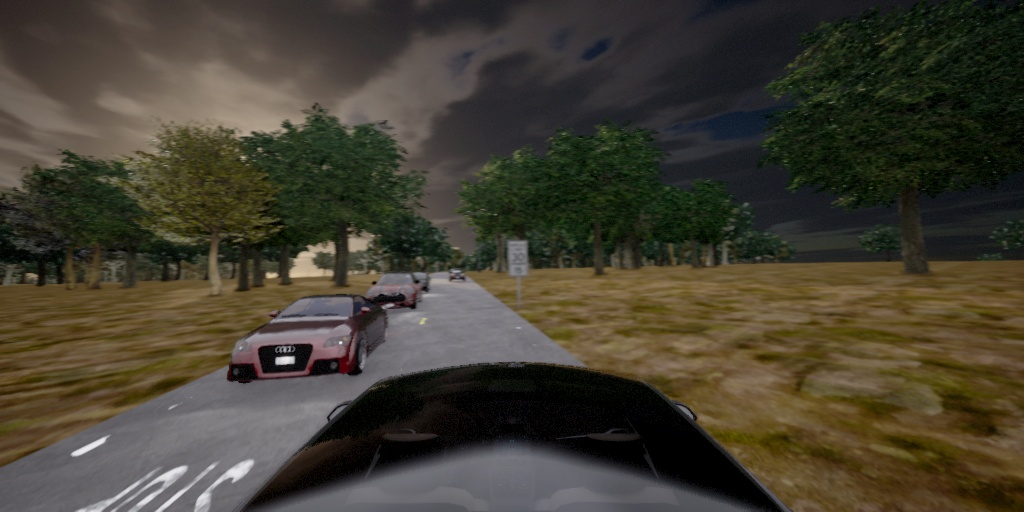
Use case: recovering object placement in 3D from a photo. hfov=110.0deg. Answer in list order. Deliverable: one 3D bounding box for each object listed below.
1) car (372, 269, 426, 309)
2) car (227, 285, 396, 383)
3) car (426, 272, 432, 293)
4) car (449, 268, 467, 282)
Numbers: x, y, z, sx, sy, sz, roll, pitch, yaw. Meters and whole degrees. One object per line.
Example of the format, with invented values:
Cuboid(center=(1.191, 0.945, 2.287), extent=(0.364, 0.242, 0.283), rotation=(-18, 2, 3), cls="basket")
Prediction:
Cuboid(center=(-5.546, 1.554, 17.403), extent=(2.097, 1.767, 4.553), rotation=(-1, -1, -10), cls="car")
Cuboid(center=(-3.921, 1.522, 7.654), extent=(1.994, 1.385, 4.181), rotation=(-1, -1, -9), cls="car")
Cuboid(center=(-7.184, 1.958, 27.365), extent=(1.837, 1.490, 4.892), rotation=(-1, -1, -9), cls="car")
Cuboid(center=(-6.586, 2.307, 43.206), extent=(1.812, 1.442, 4.674), rotation=(-1, -1, -10), cls="car")
